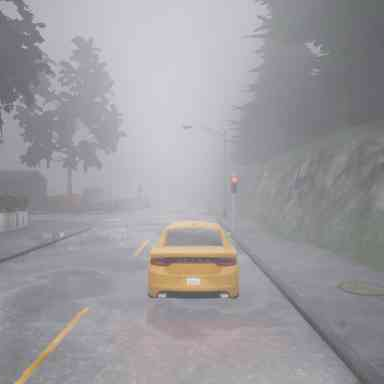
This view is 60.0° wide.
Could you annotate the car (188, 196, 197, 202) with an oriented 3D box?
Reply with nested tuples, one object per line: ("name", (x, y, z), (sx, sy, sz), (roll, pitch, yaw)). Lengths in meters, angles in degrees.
("car", (0.012, 1.508, 71.061), (1.895, 1.301, 4.718), (0, 0, 0))

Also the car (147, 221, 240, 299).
("car", (0.049, 1.478, 8.528), (1.882, 1.535, 5.008), (0, 0, 1))
